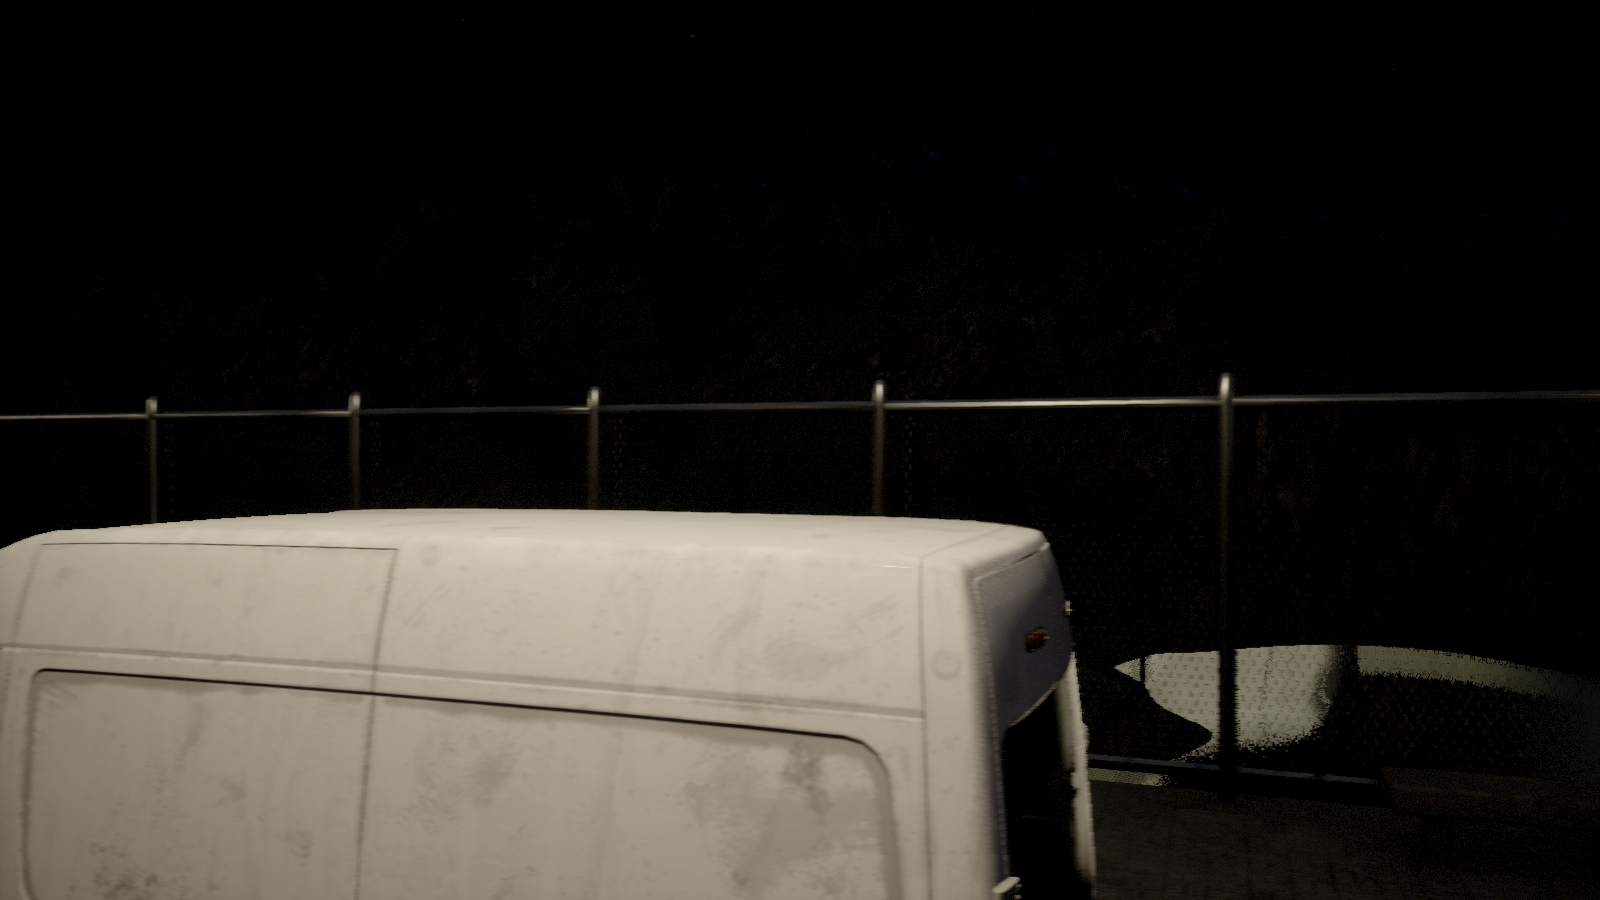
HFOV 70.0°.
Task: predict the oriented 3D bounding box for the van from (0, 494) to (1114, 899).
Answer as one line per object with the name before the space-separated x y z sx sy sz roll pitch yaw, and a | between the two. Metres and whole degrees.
van | -1.899 1.535 4.517 5.915 2.561 1.988 0 0 20
